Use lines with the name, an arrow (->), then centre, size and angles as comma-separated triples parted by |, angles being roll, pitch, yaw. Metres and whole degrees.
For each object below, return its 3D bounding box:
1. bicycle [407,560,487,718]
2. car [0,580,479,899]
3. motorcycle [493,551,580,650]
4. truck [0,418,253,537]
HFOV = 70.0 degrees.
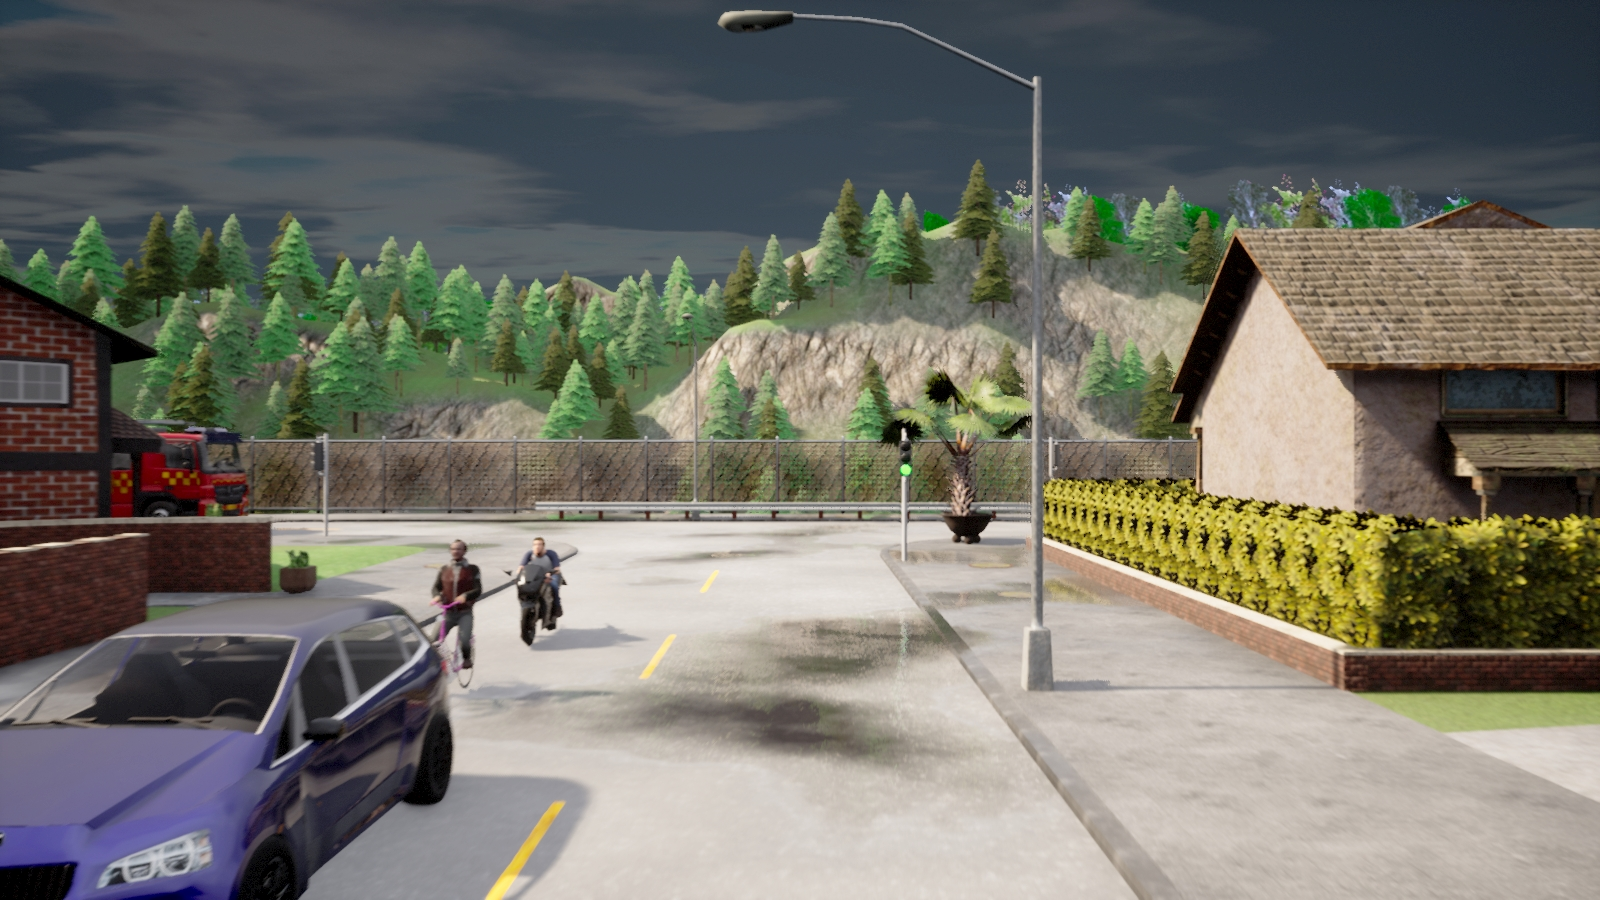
bicycle -> -3.935, 2.059, 12.831 | 0.329, 1.471, 1.835 | 0, 0, 0
car -> -3.905, 1.966, 7.614 | 2.242, 1.667, 4.611 | 0, 0, 0
motorcycle -> -3.865, 2.185, 16.923 | 0.803, 1.199, 2.033 | 0, 0, 0
truck -> -23.323, 0.885, 38.396 | 8.468, 3.827, 2.891 | 0, 0, 0
